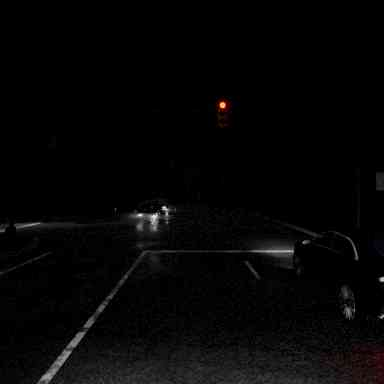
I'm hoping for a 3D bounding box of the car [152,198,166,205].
[{"bbox_3d":[-8.317,2.345,83.152,1.882,1.535,5.008,0,-1,-25],"label":"car"}]

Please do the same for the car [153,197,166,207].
[{"bbox_3d":[-6.000,1.743,61.500,2.097,1.767,4.553,0,-1,-9],"label":"car"}]

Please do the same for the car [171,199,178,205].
[{"bbox_3d":[-5.145,2.214,74.202,1.994,1.385,4.181,0,-1,-19],"label":"car"}]

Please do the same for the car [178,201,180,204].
[{"bbox_3d":[-4.690,2.441,83.542,1.895,1.301,4.718,0,-1,-22],"label":"car"}]

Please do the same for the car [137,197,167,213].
[{"bbox_3d":[-4.521,1.548,36.814,1.812,1.442,4.674,0,0,9],"label":"car"}]

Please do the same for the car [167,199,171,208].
[{"bbox_3d":[-4.547,1.686,49.849,1.812,1.442,4.674,0,-1,-5],"label":"car"}]

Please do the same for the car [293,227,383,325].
[{"bbox_3d":[3.586,1.492,7.072,2.128,1.511,4.902,0,0,1],"label":"car"}]

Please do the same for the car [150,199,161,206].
[{"bbox_3d":[-7.907,2.207,71.113,1.895,1.301,4.718,0,-1,-13],"label":"car"}]
